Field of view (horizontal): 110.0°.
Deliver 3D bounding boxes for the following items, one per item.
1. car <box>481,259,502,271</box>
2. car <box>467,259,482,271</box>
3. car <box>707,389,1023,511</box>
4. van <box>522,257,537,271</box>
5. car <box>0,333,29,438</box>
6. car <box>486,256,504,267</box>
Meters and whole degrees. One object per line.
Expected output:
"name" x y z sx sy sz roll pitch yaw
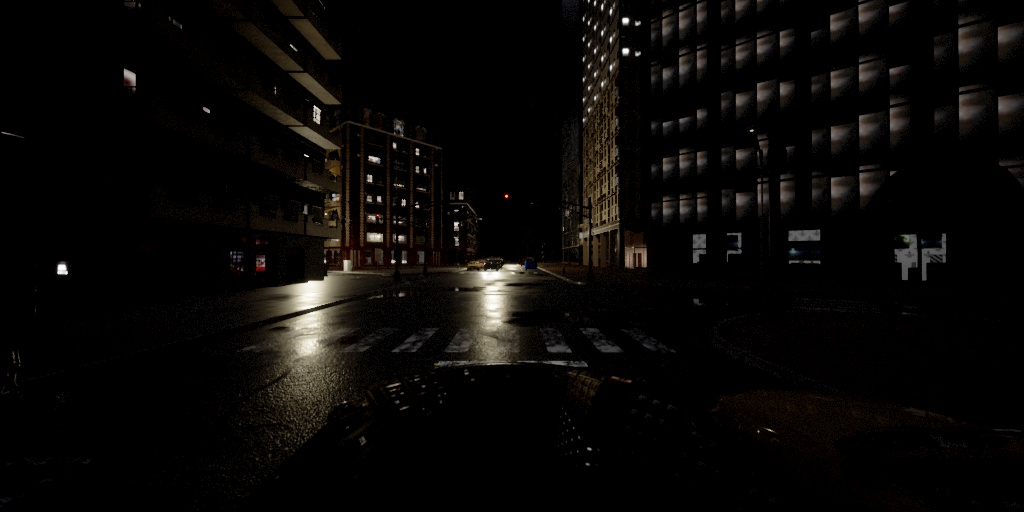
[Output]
"car" -2.804 1.394 49.222 1.895 1.301 4.718 0 0 0
"car" -5.271 1.320 49.898 1.751 1.417 4.829 0 0 0
"car" 2.563 1.275 1.237 1.751 1.417 4.829 0 0 0
"van" 2.609 1.136 50.060 1.690 1.789 3.998 0 0 0
"car" -5.318 1.064 1.069 2.192 1.841 5.009 0 0 0
"car" -2.784 1.036 59.146 2.150 2.045 5.566 0 0 0
